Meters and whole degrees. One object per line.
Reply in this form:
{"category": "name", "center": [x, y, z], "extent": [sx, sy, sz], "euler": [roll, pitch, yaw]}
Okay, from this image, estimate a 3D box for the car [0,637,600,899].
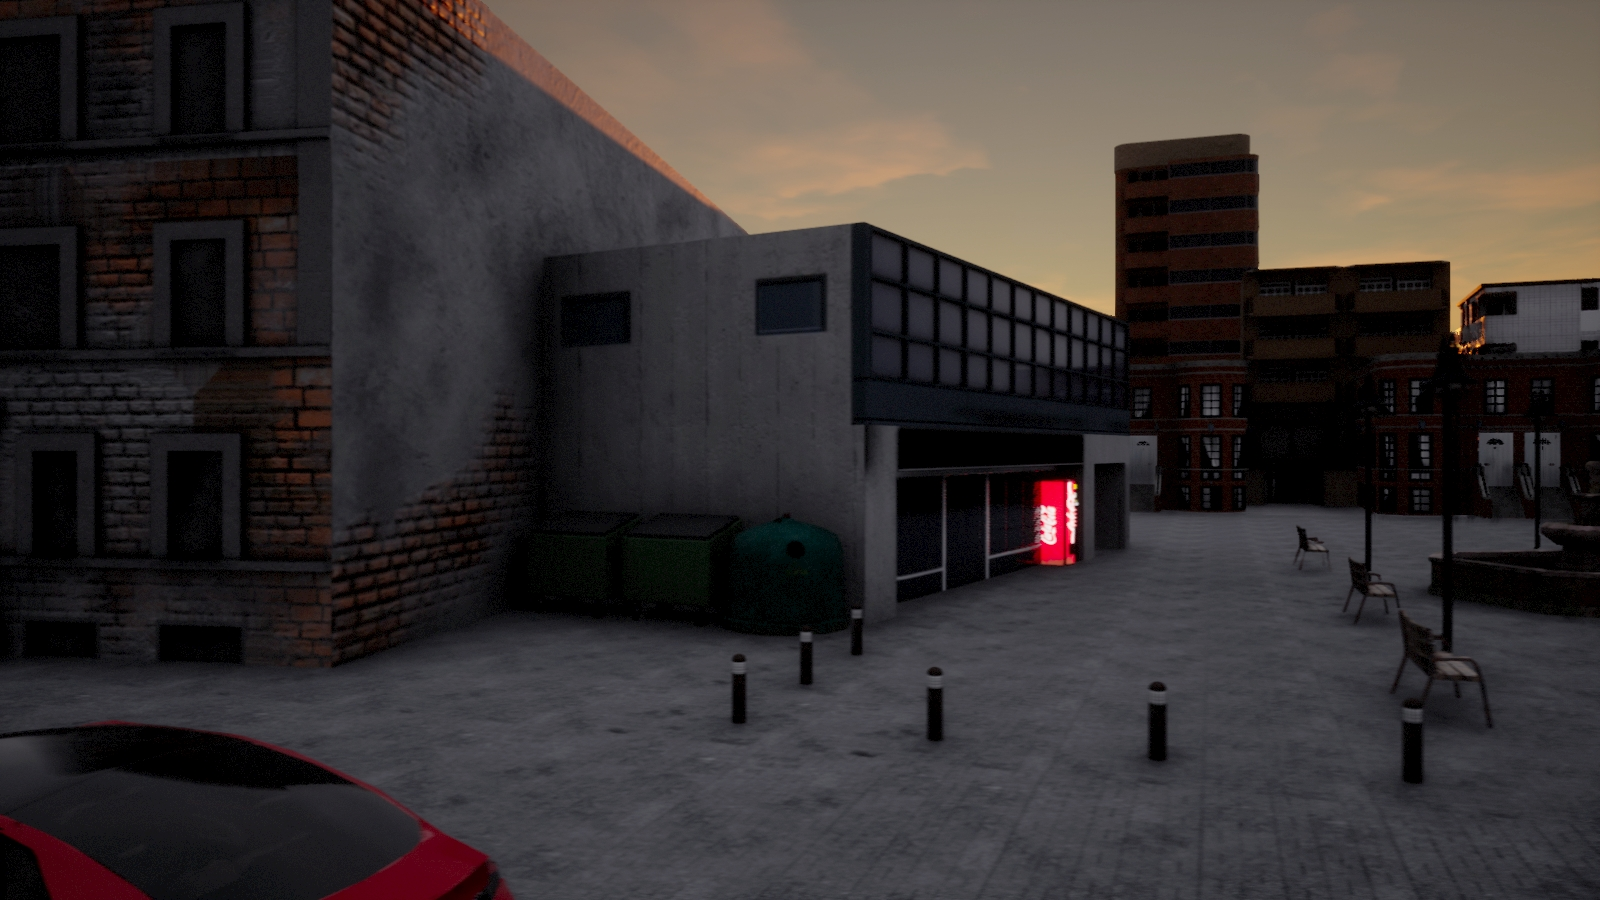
{"category": "car", "center": [-3.617, 1.841, 5.142], "extent": [4.892, 1.480, 2.231], "euler": [0, 0, 20]}
